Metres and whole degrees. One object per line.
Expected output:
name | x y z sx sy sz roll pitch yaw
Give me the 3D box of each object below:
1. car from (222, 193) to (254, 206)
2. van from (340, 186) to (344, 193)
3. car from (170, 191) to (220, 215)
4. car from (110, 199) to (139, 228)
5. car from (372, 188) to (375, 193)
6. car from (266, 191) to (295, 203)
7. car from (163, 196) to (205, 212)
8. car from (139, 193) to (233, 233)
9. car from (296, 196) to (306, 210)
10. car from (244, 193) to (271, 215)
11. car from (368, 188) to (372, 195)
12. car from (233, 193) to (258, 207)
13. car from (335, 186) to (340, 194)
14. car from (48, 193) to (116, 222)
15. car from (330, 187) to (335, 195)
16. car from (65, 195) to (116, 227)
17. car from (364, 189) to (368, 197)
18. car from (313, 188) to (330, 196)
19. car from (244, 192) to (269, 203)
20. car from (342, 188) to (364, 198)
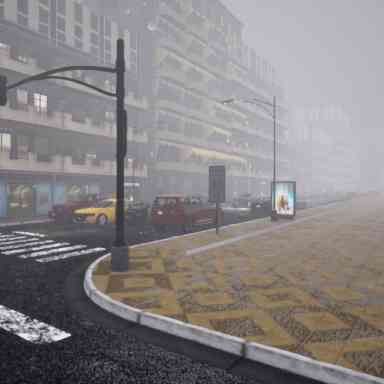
car | 5.655 0.829 40.649 2.008 1.369 4.403 2 2 35
van | 37.414 -0.446 86.109 1.690 1.788 3.998 2 2 35
car | 0.371 0.879 28.586 2.097 1.767 4.553 0 1 35
car | -2.275 1.269 19.210 1.994 1.385 4.181 0 1 35
car | 37.974 -0.012 72.285 1.887 1.381 4.507 1 2 35
car | 12.121 0.631 45.318 2.128 1.511 4.902 0 1 35
car | -0.697 1.069 31.557 1.802 1.307 4.206 2 2 35
car | -0.142 1.026 17.708 2.192 1.841 5.009 1 2 35
car | 9.386 0.965 31.358 1.947 1.339 4.313 1 2 35
car | 6.209 1.069 26.809 1.947 1.339 4.313 1 2 35
car | 34.798 0.096 67.737 1.887 1.381 4.507 1 2 35
car | 6.114 0.843 36.795 1.837 1.490 4.892 0 1 35
car | 34.238 -0.239 81.565 1.967 1.590 4.097 2 2 35
car | -7.047 1.010 22.456 2.192 1.841 5.009 1 2 35
car | 31.061 -0.027 77.022 1.887 1.381 4.507 2 2 35
car | -5.016 1.180 20.867 1.882 1.535 5.008 0 1 34
car | 31.622 0.098 63.187 1.967 1.590 4.097 1 2 35
car | 27.885 -0.025 72.471 1.967 1.590 4.097 2 2 35
car | 8.830 0.754 45.196 1.802 1.307 4.206 2 2 35
car | 28.445 0.309 58.643 1.887 1.381 4.507 1 2 35
